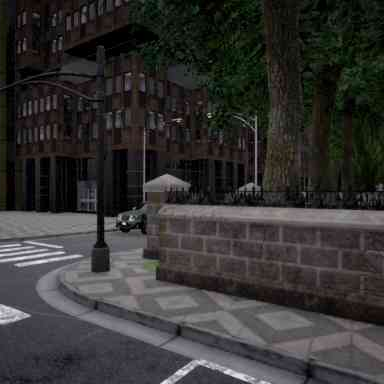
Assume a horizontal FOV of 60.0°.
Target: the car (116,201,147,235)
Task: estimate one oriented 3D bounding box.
[{"bbox_3d":[-2.441,1.584,22.039,2.150,2.045,5.566,0,-1,35],"label":"car"}]
